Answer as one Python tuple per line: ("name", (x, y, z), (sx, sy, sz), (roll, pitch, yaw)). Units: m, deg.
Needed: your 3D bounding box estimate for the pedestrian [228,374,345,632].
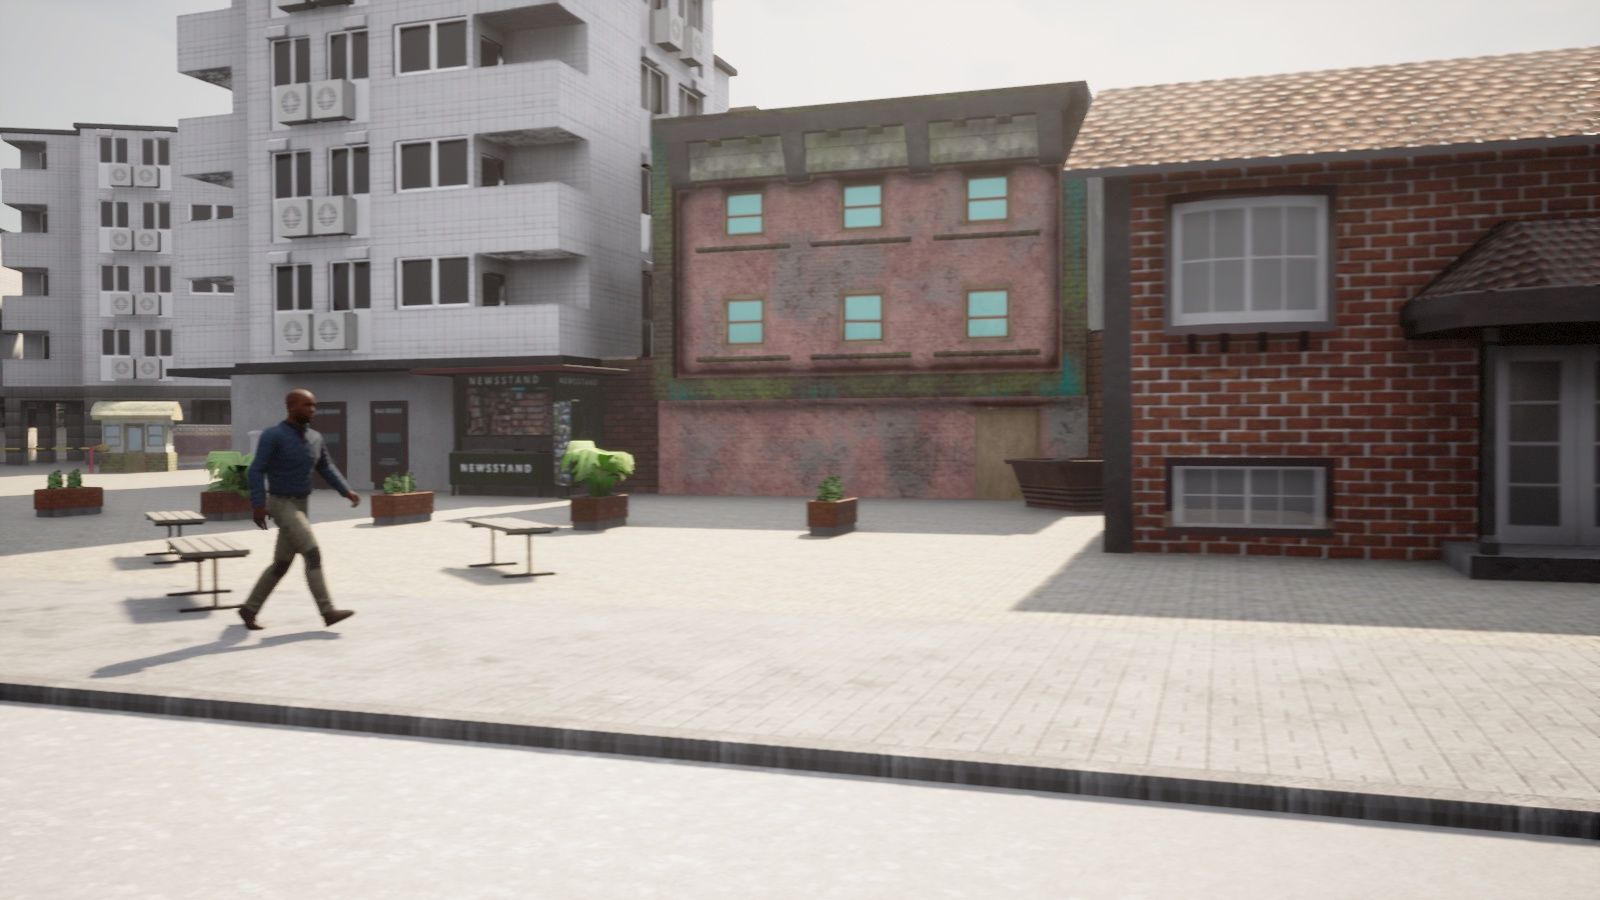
("pedestrian", (-3.763, 0.375, 9.215), (0.726, 1.835, 0.370), (1, 1, 18))
